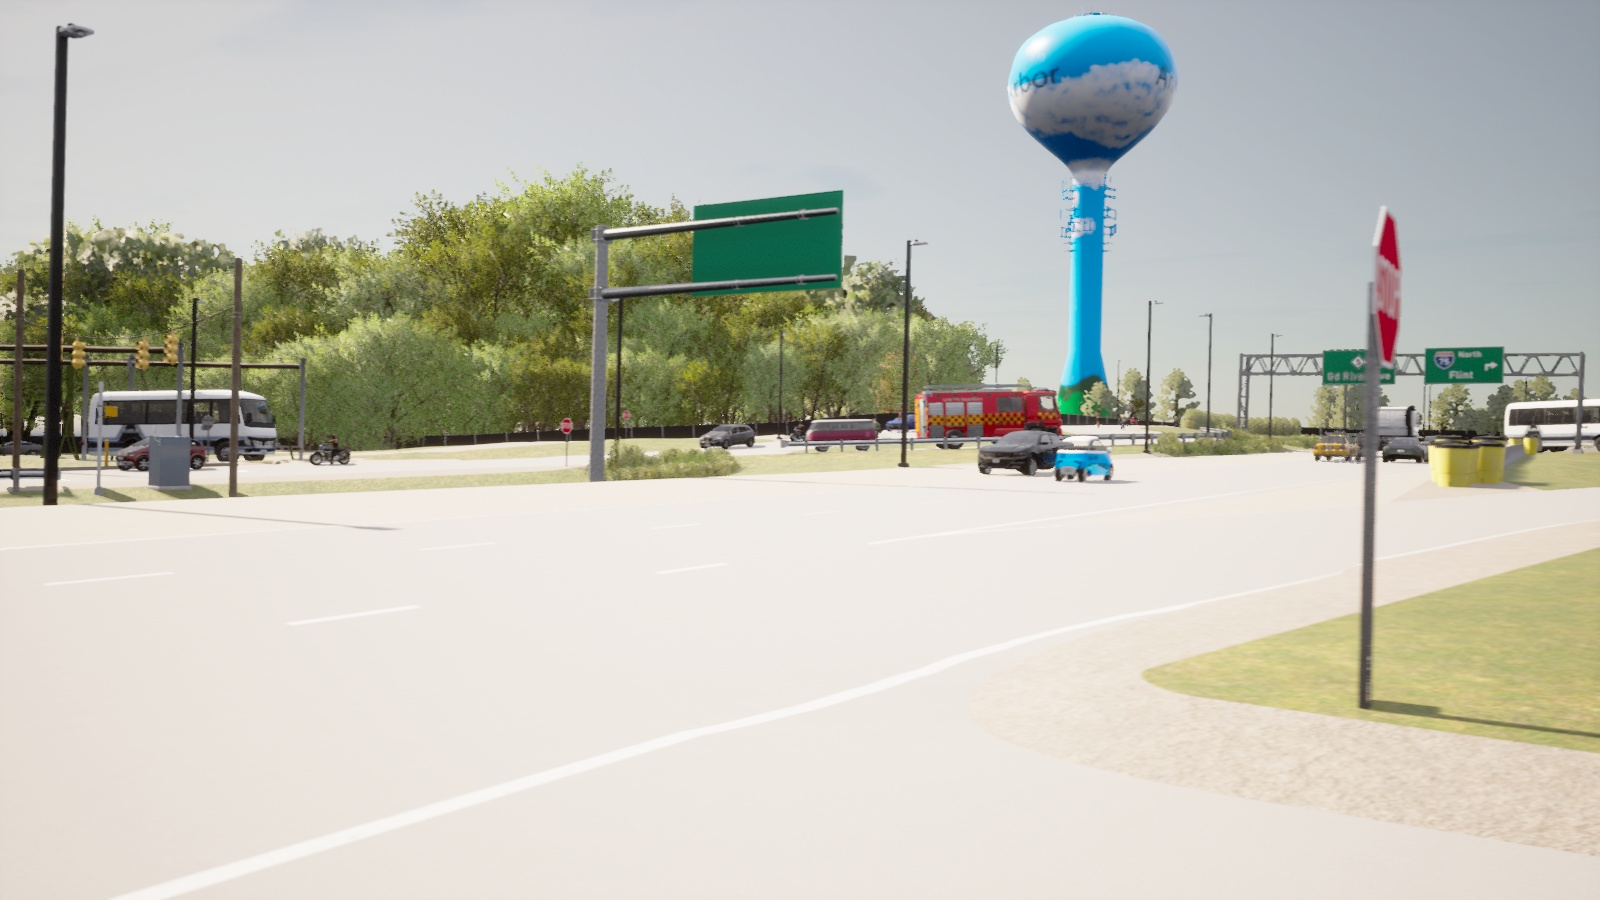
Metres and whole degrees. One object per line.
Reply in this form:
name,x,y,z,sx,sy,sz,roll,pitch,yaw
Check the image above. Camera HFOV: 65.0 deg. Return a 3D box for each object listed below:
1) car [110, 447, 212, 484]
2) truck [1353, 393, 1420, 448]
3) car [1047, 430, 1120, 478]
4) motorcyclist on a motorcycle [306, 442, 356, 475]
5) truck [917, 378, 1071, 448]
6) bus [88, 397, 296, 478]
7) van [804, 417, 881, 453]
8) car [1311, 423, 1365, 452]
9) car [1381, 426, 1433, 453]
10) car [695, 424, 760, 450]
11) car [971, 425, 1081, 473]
car,-29.042,0.680,57.178,1.789,1.549,3.705,0,2,33
truck,39.120,-1.969,83.610,2.891,3.462,7.936,0,1,34
car,8.644,0.097,38.239,1.481,1.376,2.207,0,2,34
motorcyclist on a motorcycle,-24.128,0.420,64.626,0.766,1.649,2.350,0,2,35
truck,11.599,-2.225,75.350,8.468,3.827,2.891,-2,1,-9
bus,-34.959,-0.670,72.426,10.273,4.253,3.944,-2,0,8
van,2.617,-0.940,77.646,4.442,1.987,1.775,-3,0,-7
car,30.047,-0.733,70.108,1.801,1.575,5.366,0,1,34
car,33.051,-0.592,68.305,1.994,1.385,4.181,0,1,34
car,-5.163,-0.945,89.964,2.242,1.667,4.611,0,4,35
car,7.866,-0.069,43.356,1.882,1.535,5.008,0,1,34
